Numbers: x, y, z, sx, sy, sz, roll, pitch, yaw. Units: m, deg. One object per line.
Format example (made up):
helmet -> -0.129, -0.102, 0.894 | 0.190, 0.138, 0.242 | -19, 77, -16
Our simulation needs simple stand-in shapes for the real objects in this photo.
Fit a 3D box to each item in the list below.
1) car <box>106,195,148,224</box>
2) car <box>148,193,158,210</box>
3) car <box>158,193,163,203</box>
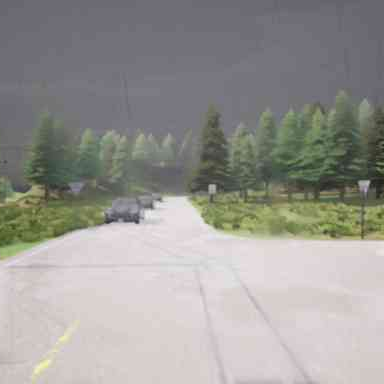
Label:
car -> -4.341, 1.082, 22.042 | 2.097, 1.767, 4.553 | 0, 1, -2
car -> -4.906, 1.089, 35.149 | 1.837, 1.490, 4.892 | 0, 1, -2
car -> -5.629, 0.896, 52.678 | 1.837, 1.490, 4.892 | 0, 0, -2
